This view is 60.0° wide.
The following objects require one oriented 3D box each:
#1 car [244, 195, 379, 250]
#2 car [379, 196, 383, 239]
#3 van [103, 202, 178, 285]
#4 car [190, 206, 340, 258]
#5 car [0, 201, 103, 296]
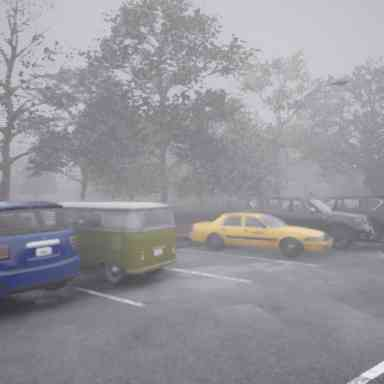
[{"bbox_3d":[4.746,1.210,14.528,5.566,2.045,2.435,-1,-1,35],"label":"car"},{"bbox_3d":[7.103,1.204,16.266,5.566,2.045,2.435,-1,0,35],"label":"car"},{"bbox_3d":[-2.610,1.257,9.445,4.442,1.987,1.878,-1,0,35],"label":"van"},{"bbox_3d":[2.469,1.464,12.731,5.366,1.575,1.946,-1,-1,34],"label":"car"},{"bbox_3d":[-4.949,1.235,7.684,5.566,2.045,2.435,-1,0,34],"label":"car"}]
